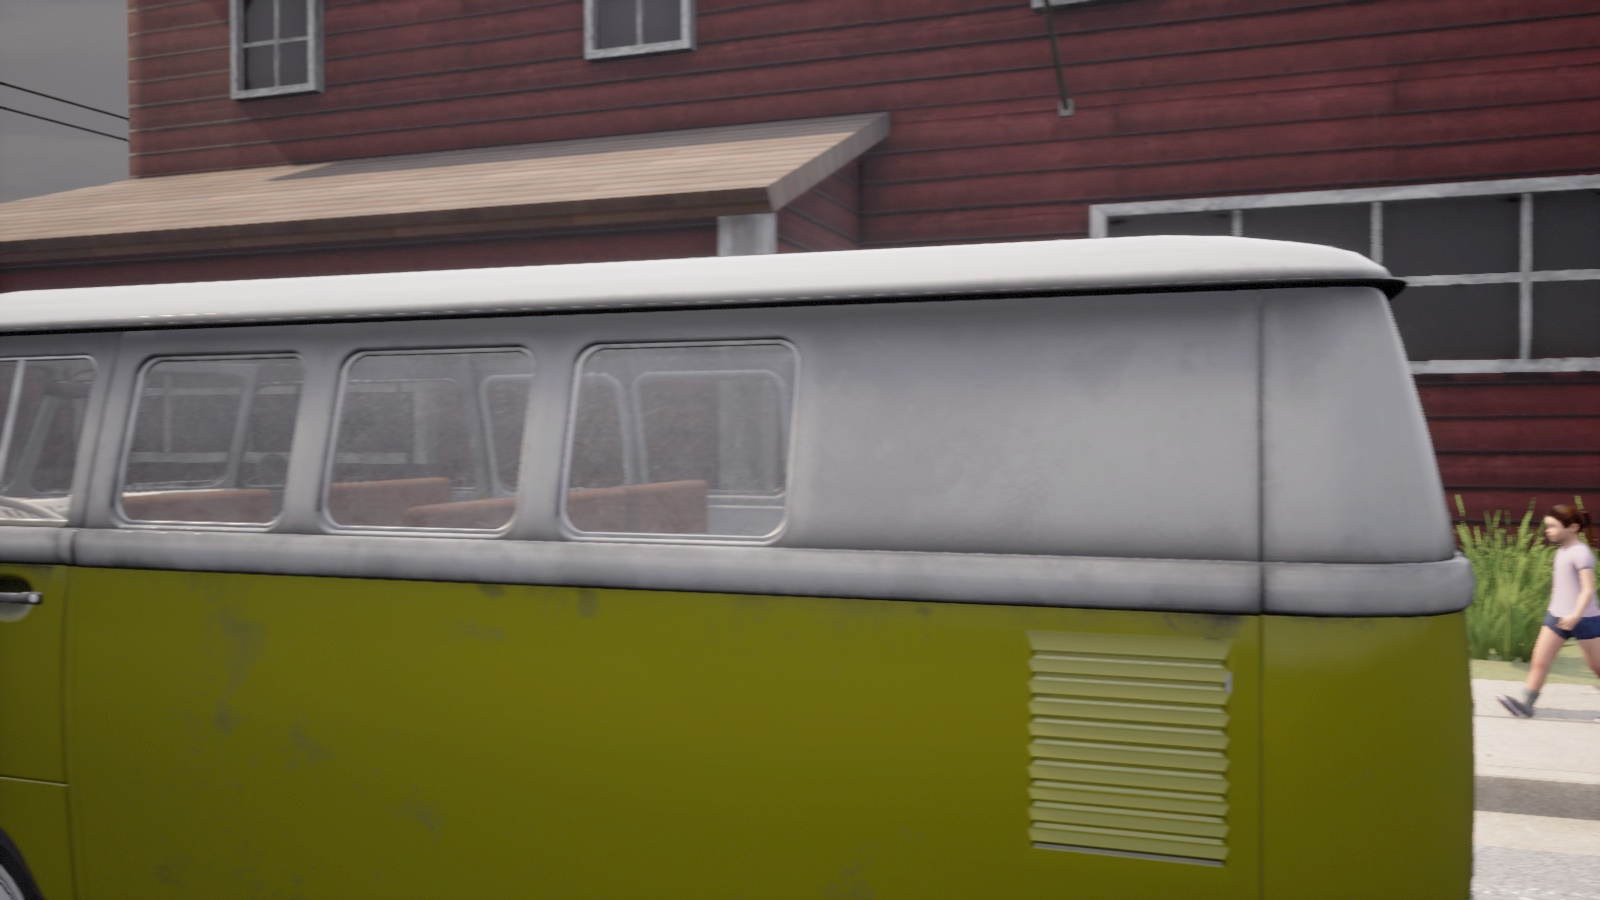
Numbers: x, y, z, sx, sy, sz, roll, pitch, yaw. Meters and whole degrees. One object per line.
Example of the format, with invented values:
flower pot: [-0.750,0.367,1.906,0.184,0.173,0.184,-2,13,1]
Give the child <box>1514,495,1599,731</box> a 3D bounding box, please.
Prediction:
child: [3.756,0.784,6.123,0.394,1.110,0.255,0,1,5]

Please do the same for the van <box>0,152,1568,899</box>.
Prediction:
van: [-0.690,0.522,3.422,4.442,1.987,1.775,1,1,19]
